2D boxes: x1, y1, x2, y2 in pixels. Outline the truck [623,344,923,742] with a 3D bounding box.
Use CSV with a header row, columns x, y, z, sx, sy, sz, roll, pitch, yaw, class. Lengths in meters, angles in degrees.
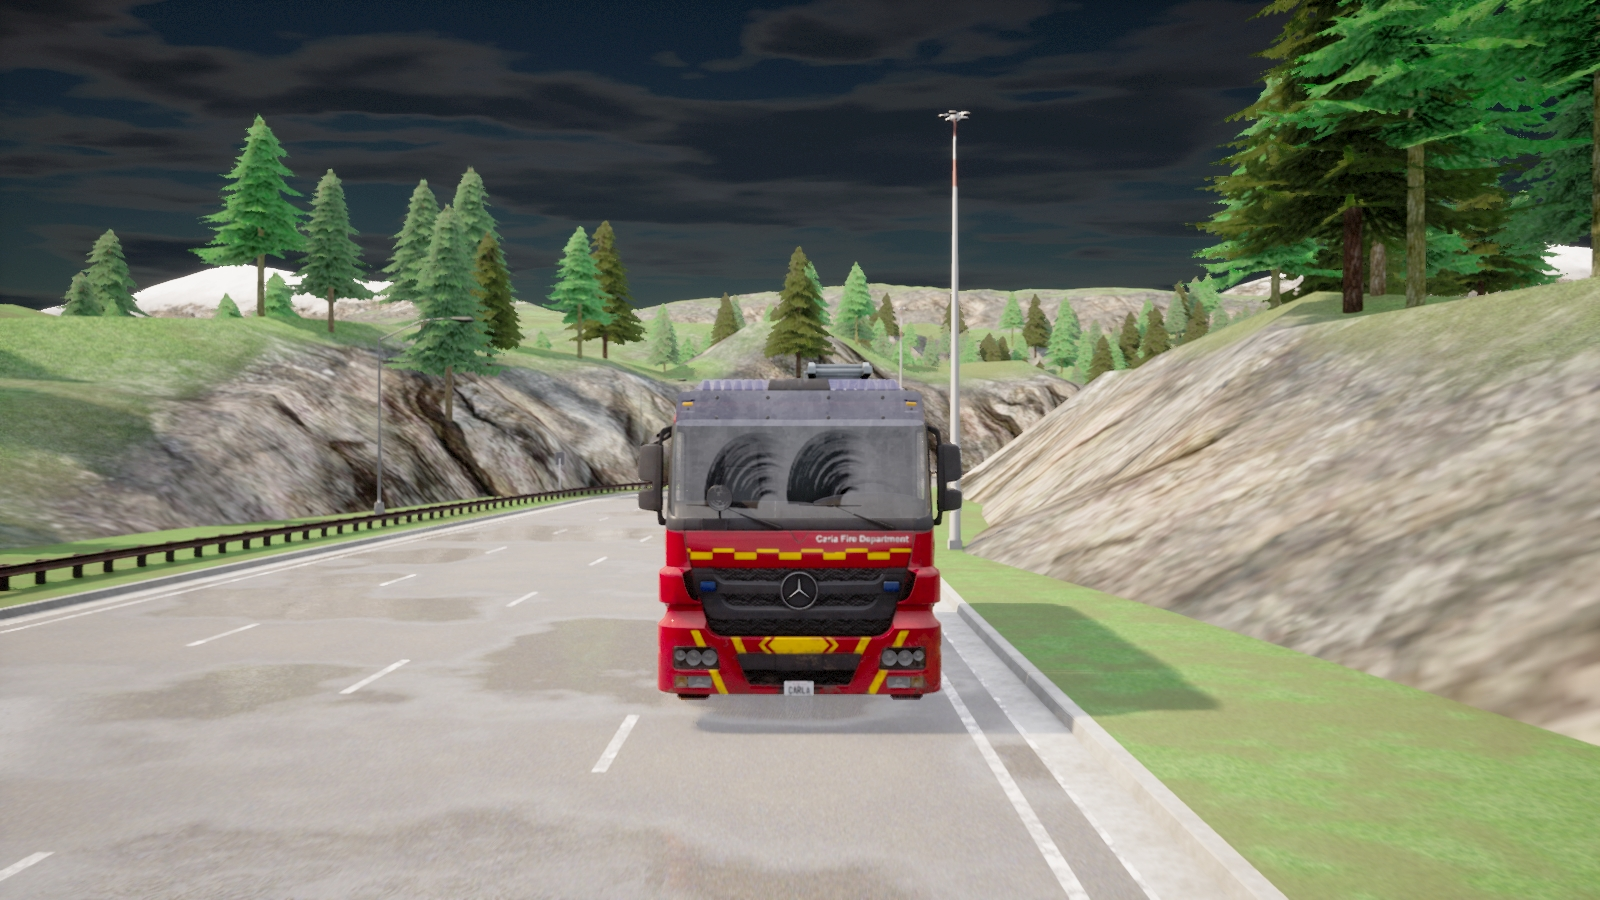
x,y,z,sx,sy,sz,roll,pitch,yaw,class
-0.232,0.891,15.227,2.891,3.827,8.468,0,0,0,truck
